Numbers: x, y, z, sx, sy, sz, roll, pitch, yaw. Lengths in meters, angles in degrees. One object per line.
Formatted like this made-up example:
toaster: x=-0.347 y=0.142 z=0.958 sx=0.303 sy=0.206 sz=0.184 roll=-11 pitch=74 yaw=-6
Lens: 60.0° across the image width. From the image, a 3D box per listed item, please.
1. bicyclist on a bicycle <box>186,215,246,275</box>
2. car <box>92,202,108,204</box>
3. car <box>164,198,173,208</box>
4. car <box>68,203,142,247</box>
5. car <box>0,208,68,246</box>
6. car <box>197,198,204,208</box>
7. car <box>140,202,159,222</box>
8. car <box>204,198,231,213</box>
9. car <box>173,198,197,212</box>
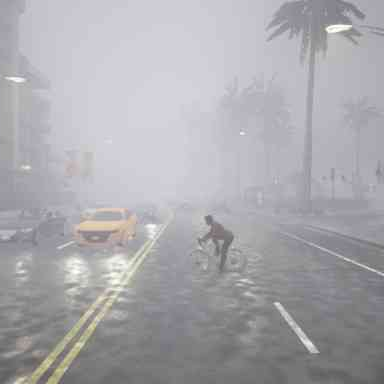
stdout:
bicyclist on a bicycle: x=0.643 y=1.455 z=9.109 sx=1.656 sy=1.620 sz=0.582 roll=-2 pitch=0 yaw=0
car: x=-7.163 y=1.527 z=26.061 sx=1.812 sy=1.442 sz=4.674 roll=0 pitch=0 yaw=0
car: x=-2.791 y=1.526 z=48.343 sx=1.812 sy=1.442 sz=4.674 roll=0 pitch=0 yaw=-16
car: x=-3.699 y=1.477 z=15.180 sx=1.882 sy=1.535 sz=5.008 roll=0 pitch=0 yaw=0
car: x=-7.200 y=1.492 z=15.267 sx=2.128 sy=1.511 sz=4.902 roll=0 pitch=0 yaw=0
car: x=1.264 y=1.547 z=46.945 sx=2.033 sy=1.411 sz=5.357 roll=0 pitch=0 yaw=-14
car: x=-3.663 y=1.527 z=26.083 sx=1.812 sy=1.442 sz=4.674 roll=0 pitch=0 yaw=0
car: x=2.881 y=1.601 z=36.966 sx=1.895 sy=1.301 sz=4.718 roll=0 pitch=0 yaw=-6
car: x=-0.887 y=1.526 z=38.646 sx=1.812 sy=1.442 sz=4.674 roll=0 pitch=0 yaw=-7
